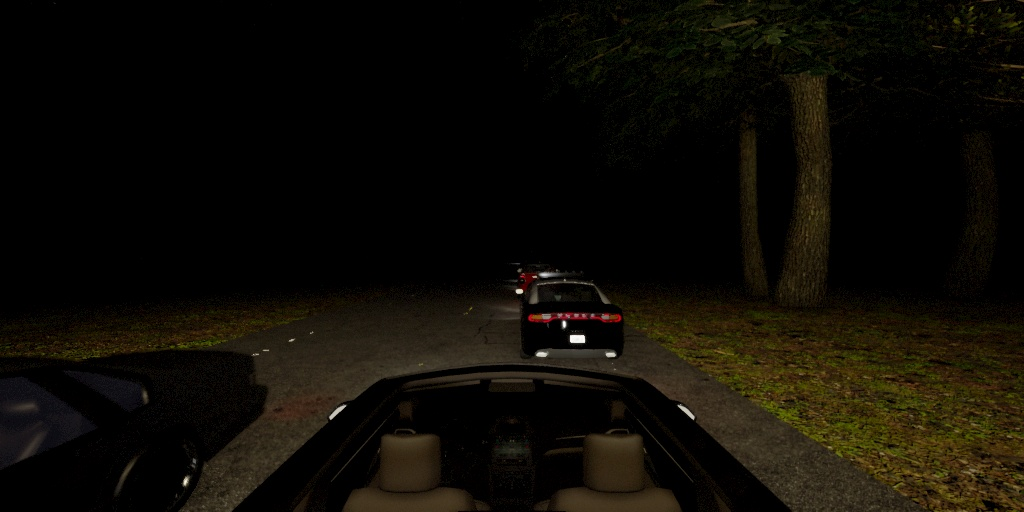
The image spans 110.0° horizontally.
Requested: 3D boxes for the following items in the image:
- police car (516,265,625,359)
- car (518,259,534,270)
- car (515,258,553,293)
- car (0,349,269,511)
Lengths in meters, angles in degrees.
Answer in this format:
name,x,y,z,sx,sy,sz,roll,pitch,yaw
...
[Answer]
name,x,y,z,sx,sy,sz,roll,pitch,yaw
police car,1.125,1.170,8.528,1.930,1.638,5.238,0,0,1
car,2.052,1.230,50.919,2.033,1.411,5.357,0,0,4
car,1.342,1.083,18.349,2.097,1.767,4.553,0,0,2
car,-3.475,1.298,1.352,2.033,1.411,5.357,0,0,0
